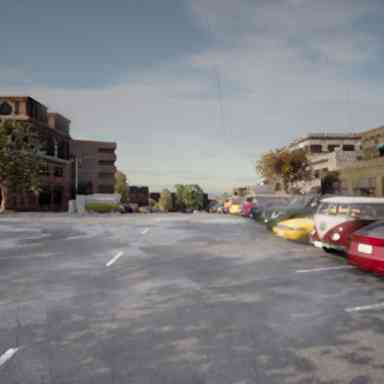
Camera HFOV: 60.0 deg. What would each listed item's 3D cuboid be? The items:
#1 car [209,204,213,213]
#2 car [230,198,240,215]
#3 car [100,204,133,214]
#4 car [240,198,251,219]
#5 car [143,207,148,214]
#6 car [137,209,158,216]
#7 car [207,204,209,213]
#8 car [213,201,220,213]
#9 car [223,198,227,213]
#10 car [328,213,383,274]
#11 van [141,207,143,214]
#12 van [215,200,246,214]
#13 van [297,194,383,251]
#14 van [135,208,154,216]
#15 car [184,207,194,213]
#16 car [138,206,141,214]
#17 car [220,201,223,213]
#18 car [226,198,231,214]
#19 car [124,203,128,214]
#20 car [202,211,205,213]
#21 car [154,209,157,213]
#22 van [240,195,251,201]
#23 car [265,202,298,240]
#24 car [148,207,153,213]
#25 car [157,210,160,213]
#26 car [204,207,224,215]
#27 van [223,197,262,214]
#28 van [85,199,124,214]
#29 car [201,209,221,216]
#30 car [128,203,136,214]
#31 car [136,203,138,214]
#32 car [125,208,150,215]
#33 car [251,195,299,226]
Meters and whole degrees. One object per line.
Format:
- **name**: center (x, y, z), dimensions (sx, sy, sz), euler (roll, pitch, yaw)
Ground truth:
- **car**: center (5.993, 2.832, 55.791), dimensions (5.008, 1.535, 2.097), euler (2, -4, -21)
- **car**: center (6.305, 1.495, 29.460), dimensions (4.892, 1.521, 2.231), euler (1, -1, -20)
- **car**: center (-11.802, 2.656, 52.117), dimensions (4.792, 1.488, 2.163), euler (1, -4, -21)
- **car**: center (6.331, 1.397, 23.615), dimensions (4.892, 1.521, 2.231), euler (1, -1, -20)
- **car**: center (-11.796, 3.467, 64.144), dimensions (5.366, 1.575, 1.946), euler (1, -5, -21)
- **car**: center (-12.646, 5.738, 93.902), dimensions (5.566, 2.045, 2.435), euler (1, -5, -21)
- **car**: center (5.862, 3.115, 61.646), dimensions (4.553, 1.767, 2.185), euler (2, -5, -21)
- **car**: center (6.076, 2.486, 49.932), dimensions (4.674, 1.452, 2.002), euler (2, -4, -21)
- **car**: center (6.252, 1.670, 35.306), dimensions (4.892, 1.521, 2.231), euler (2, -3, -21)
- **car**: center (6.429, 1.460, 8.954), dimensions (4.792, 1.488, 2.163), euler (1, 0, -20)
- **van**: center (-11.811, 3.023, 61.151), dimensions (4.442, 1.987, 1.878), euler (1, -5, -21)
- **van**: center (6.141, 2.415, 52.921), dimensions (4.442, 1.987, 1.878), euler (2, -4, -21)
- **van**: center (6.289, 1.186, 11.829), dimensions (4.442, 1.987, 1.878), euler (1, 1, -20)
- **van**: center (-12.582, 5.216, 87.902), dimensions (4.442, 1.987, 1.878), euler (1, -5, -21)
- **car**: center (-0.697, 3.992, 70.937), dimensions (2.128, 1.511, 4.902), euler (0, -5, -1)
- **car**: center (-11.837, 2.909, 58.119), dimensions (4.553, 1.767, 2.185), euler (1, -4, -21)
- **car**: center (6.224, 1.788, 38.230), dimensions (5.008, 1.535, 2.097), euler (2, -3, -21)
- **car**: center (6.445, 1.573, 32.454), dimensions (5.366, 1.575, 1.946), euler (1, -2, -20)
- **car**: center (-11.725, 2.119, 46.156), dimensions (4.553, 1.767, 2.185), euler (0, -4, -21)
- **car**: center (5.760, 3.653, 70.454), dimensions (5.566, 2.045, 2.435), euler (3, -5, -21)
- **car**: center (-12.358, 4.661, 81.973), dimensions (5.566, 2.045, 2.435), euler (1, -5, -21)
- **van**: center (6.431, 1.211, 26.582), dimensions (4.442, 1.987, 1.878), euler (1, -2, -20)
- **car**: center (6.212, 1.390, 14.746), dimensions (5.366, 1.575, 1.946), euler (1, 0, -20)
- **car**: center (-11.967, 4.160, 73.089), dimensions (5.366, 1.575, 1.946), euler (1, -5, -21)
- **car**: center (-12.372, 5.716, 90.979), dimensions (5.366, 1.575, 1.946), euler (1, -6, -21)
- **car**: center (5.454, 4.737, 82.118), dimensions (4.553, 1.767, 2.185), euler (3, -6, -21)
- **van**: center (6.296, 1.706, 41.211), dimensions (4.442, 1.987, 1.878), euler (2, -3, -21)
- **van**: center (-11.545, 1.843, 43.227), dimensions (4.442, 1.987, 1.878), euler (1, -3, -21)
- **car**: center (5.267, 5.644, 90.878), dimensions (5.008, 1.535, 2.097), euler (3, -6, -21)
- **car**: center (-11.715, 2.184, 49.179), dimensions (5.566, 2.045, 2.435), euler (1, -4, -21)
- **car**: center (-11.814, 2.867, 55.115), dimensions (4.674, 1.452, 2.002), euler (1, -4, -21)
- **car**: center (-12.372, 4.399, 75.936), dimensions (5.366, 1.575, 1.946), euler (1, -5, -21)
- **car**: center (6.351, 1.129, 17.736), dimensions (5.566, 2.045, 2.435), euler (1, 0, -20)
